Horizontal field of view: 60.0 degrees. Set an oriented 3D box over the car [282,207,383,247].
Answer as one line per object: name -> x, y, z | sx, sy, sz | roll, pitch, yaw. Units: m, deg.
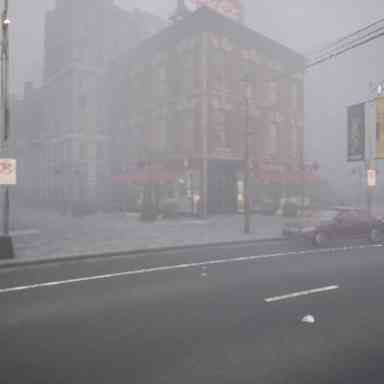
car -> 6.018, 1.368, 13.986 | 4.674, 1.452, 2.002 | 0, 1, -22
